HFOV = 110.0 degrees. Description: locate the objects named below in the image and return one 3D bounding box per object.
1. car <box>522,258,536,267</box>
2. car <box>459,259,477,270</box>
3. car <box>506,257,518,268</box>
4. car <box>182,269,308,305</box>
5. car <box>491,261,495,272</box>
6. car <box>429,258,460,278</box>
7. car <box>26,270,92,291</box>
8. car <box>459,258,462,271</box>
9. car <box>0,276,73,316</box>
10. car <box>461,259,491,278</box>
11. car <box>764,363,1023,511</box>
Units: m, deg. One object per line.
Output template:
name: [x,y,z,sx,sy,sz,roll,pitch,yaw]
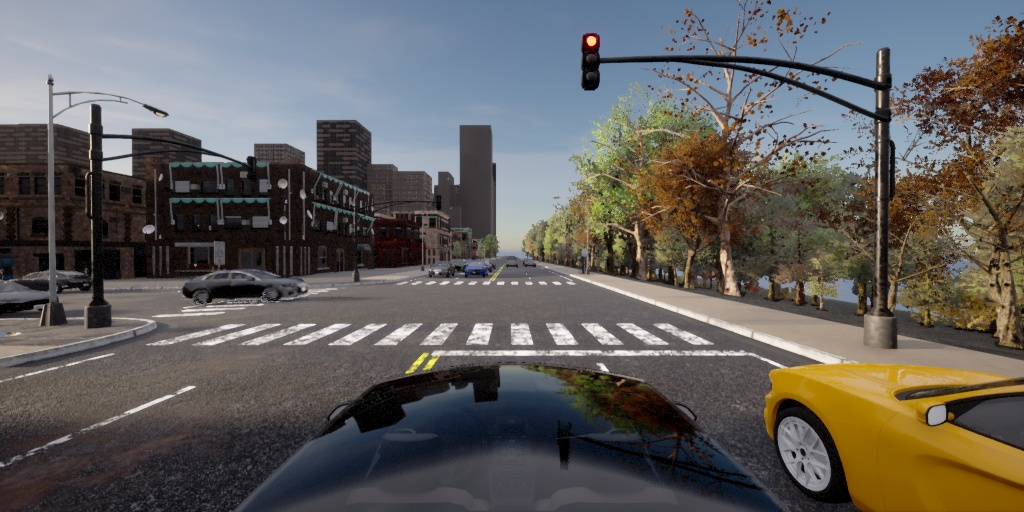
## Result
car: [3.266,1.290,64.501,1.994,1.385,4.181,0,0,1]
car: [-6.642,1.222,54.548,2.128,1.511,4.902,0,0,0]
car: [0.026,1.291,62.231,1.994,1.385,4.181,0,0,0]
car: [-12.171,1.346,16.518,4.902,1.511,2.128,-2,1,-4]
car: [-3.388,1.261,44.093,1.812,1.442,4.674,0,0,0]
car: [-6.630,1.231,34.305,2.128,1.511,4.902,0,0,0]
car: [-28.305,1.559,22.000,4.403,1.370,2.007,0,0,0]
car: [-6.641,1.087,44.179,2.097,1.767,4.553,0,0,0]
car: [-19.961,1.564,13.498,4.313,1.339,1.948,0,0,0]
car: [-3.381,1.217,34.697,1.882,1.535,5.008,0,0,0]
car: [3.351,1.228,1.397,1.882,1.535,5.008,0,0,0]
